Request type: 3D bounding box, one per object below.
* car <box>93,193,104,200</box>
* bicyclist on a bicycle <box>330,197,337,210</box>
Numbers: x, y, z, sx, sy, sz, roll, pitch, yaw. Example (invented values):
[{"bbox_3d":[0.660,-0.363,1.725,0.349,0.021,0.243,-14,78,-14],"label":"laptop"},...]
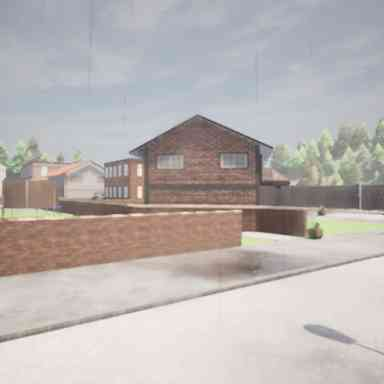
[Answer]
[{"bbox_3d":[-11.007,1.017,40.999,1.905,1.878,3.866,0,0,-36],"label":"car"},{"bbox_3d":[17.758,1.465,41.732,1.656,1.620,0.582,0,0,-36],"label":"bicyclist on a bicycle"}]
